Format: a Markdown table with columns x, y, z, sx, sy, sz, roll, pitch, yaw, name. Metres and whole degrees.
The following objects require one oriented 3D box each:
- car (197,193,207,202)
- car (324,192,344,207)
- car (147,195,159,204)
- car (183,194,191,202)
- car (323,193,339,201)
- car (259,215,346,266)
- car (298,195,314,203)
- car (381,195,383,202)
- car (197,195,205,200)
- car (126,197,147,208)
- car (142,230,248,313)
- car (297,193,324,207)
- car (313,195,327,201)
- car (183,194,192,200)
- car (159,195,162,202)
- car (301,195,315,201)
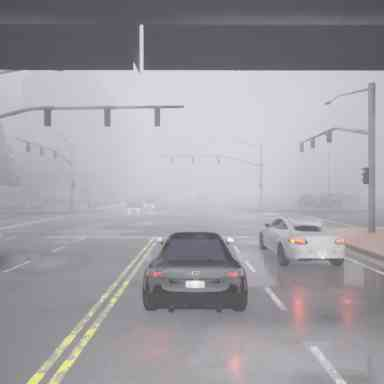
| x | y | z | sx | sy | sz | roll | pitch | yaw | name |
| --- | --- | --- | --- | --- | --- | --- | --- | --- | --- |
| 2.405 | 1.209 | 77.031 | 2.150 | 2.045 | 5.566 | 0 | 0 | 0 | car |
| 19.540 | 1.147 | 47.380 | 1.905 | 1.878 | 3.866 | 0 | 0 | 0 | car |
| -8.050 | 1.589 | 63.919 | 1.895 | 1.301 | 4.718 | 0 | 0 | 0 | car |
| -1.095 | 1.579 | 77.006 | 1.895 | 1.301 | 4.718 | 0 | 0 | 0 | car |
| 33.496 | 1.138 | 80.040 | 1.932 | 1.855 | 4.605 | 0 | 0 | 0 | car |
| 3.582 | 1.524 | 11.405 | 1.812 | 1.442 | 4.674 | 0 | 0 | 0 | car |
| 22.194 | 1.383 | 64.855 | 1.970 | 1.475 | 3.806 | 0 | 0 | 0 | car |
| 39.091 | 1.141 | 64.995 | 1.932 | 1.855 | 4.605 | 0 | 0 | 0 | car |
| 2.346 | 1.362 | 86.099 | 1.994 | 1.385 | 4.181 | 0 | 0 | 0 | car |
| -7.990 | 1.555 | 47.130 | 1.994 | 1.385 | 4.181 | 0 | 0 | 0 | car |
| 0.067 | 1.562 | 7.745 | 1.994 | 1.385 | 4.181 | 0 | 0 | 0 | car |
| 16.646 | 1.144 | 47.426 | 1.932 | 1.855 | 4.605 | 0 | 0 | 0 | car |
| 30.813 | 1.349 | 79.982 | 1.784 | 1.438 | 3.905 | 0 | 0 | 0 | car |
| -1.154 | 1.335 | 86.076 | 2.128 | 1.511 | 4.902 | 0 | 0 | 0 | car |
| -8.109 | 1.450 | 79.045 | 1.882 | 1.535 | 5.008 | 0 | 0 | 0 | car |
| 27.918 | 1.380 | 79.974 | 1.970 | 1.475 | 3.806 | 0 | 0 | 0 | car |
